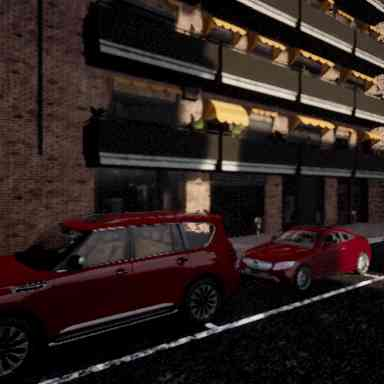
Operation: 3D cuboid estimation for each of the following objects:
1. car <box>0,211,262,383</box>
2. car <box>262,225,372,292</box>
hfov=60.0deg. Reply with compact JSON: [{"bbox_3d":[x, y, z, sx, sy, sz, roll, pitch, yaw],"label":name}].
[{"bbox_3d":[-1.442,1.310,5.528,5.009,1.841,2.192,0,0,-36],"label":"car"},{"bbox_3d":[3.143,1.558,8.808,4.206,1.307,1.802,0,0,-36],"label":"car"}]
